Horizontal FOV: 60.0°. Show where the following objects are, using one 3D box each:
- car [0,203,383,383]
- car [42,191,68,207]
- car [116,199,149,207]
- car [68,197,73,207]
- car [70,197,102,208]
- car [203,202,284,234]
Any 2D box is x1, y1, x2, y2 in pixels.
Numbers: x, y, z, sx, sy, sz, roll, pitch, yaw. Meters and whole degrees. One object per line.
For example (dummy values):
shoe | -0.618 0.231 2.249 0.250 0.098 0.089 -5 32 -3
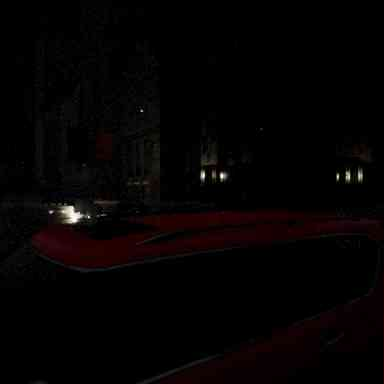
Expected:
car | -0.457 1.221 2.521 5.566 2.045 2.150 0 0 -34
car | -19.568 0.875 46.713 2.150 2.045 5.566 0 0 -35
car | -5.880 1.462 32.851 1.882 1.535 5.008 0 0 -35
car | -16.827 1.473 48.465 1.882 1.535 5.008 0 0 -35
car | -10.498 1.554 33.754 1.994 1.385 4.181 0 0 -35
car | 2.976 1.468 20.338 1.882 1.535 5.008 0 0 -37
